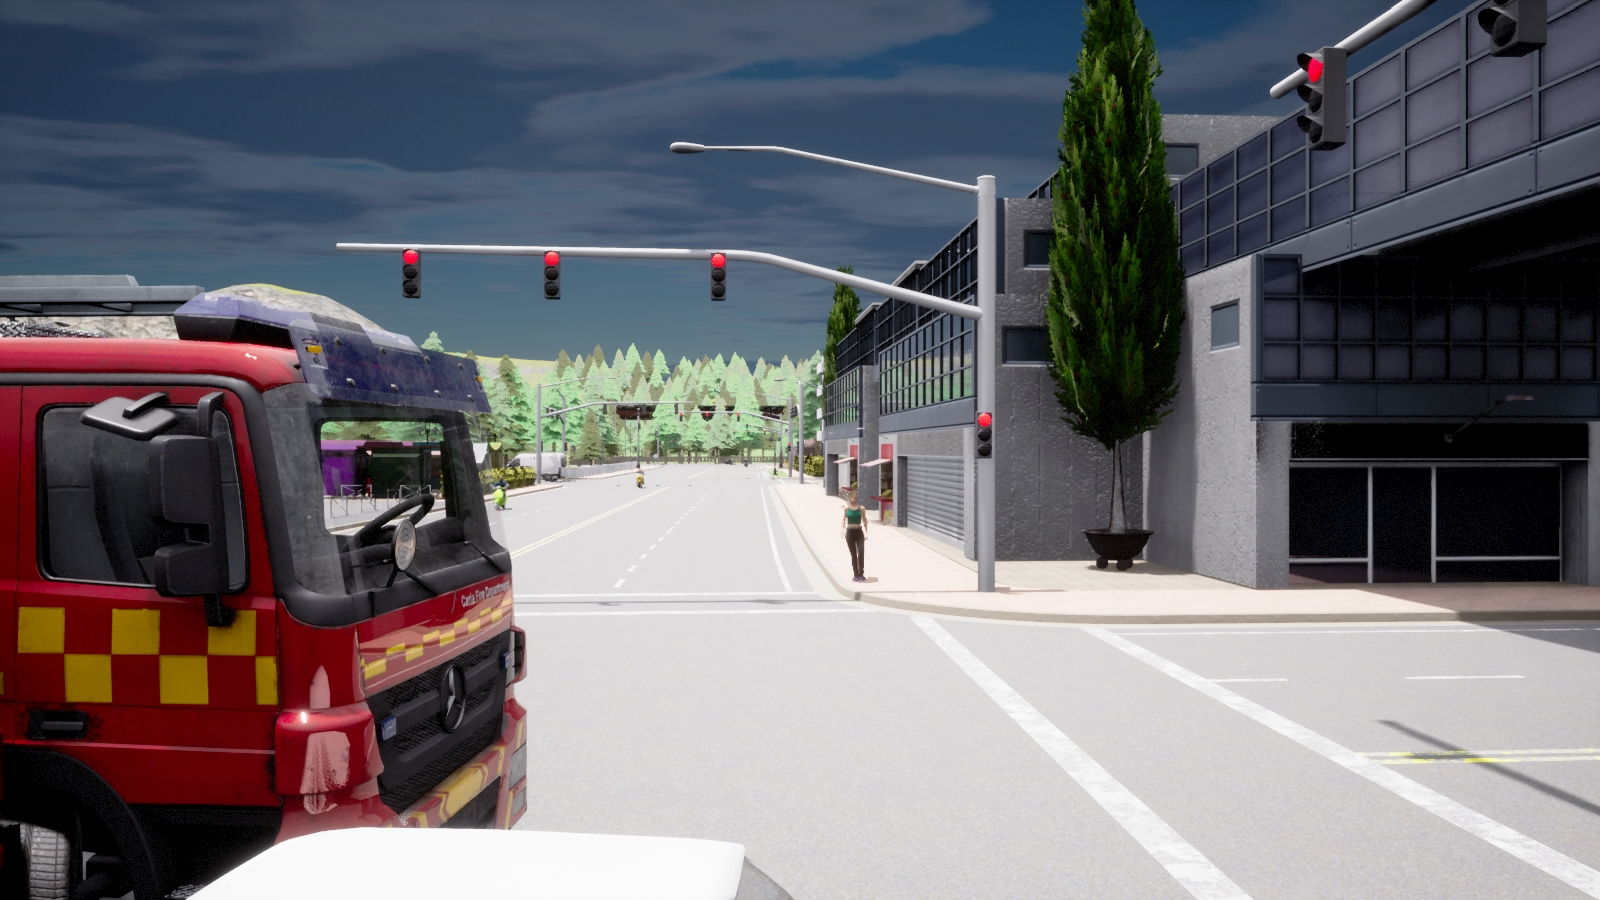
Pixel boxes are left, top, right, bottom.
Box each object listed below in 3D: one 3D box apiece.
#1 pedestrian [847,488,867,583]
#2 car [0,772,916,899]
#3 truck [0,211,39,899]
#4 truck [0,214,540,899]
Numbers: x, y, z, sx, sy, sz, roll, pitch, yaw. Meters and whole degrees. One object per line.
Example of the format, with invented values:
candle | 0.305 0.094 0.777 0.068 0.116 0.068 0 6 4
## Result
pedestrian | 1.142 1.696 22.844 0.375 1.860 0.375 0 0 10
car | -1.549 2.065 3.579 3.806 1.475 1.970 0 0 5
truck | -7.587 0.890 3.490 8.468 3.827 2.891 0 0 -3
truck | -6.102 0.890 6.659 8.468 3.827 2.891 0 0 4
